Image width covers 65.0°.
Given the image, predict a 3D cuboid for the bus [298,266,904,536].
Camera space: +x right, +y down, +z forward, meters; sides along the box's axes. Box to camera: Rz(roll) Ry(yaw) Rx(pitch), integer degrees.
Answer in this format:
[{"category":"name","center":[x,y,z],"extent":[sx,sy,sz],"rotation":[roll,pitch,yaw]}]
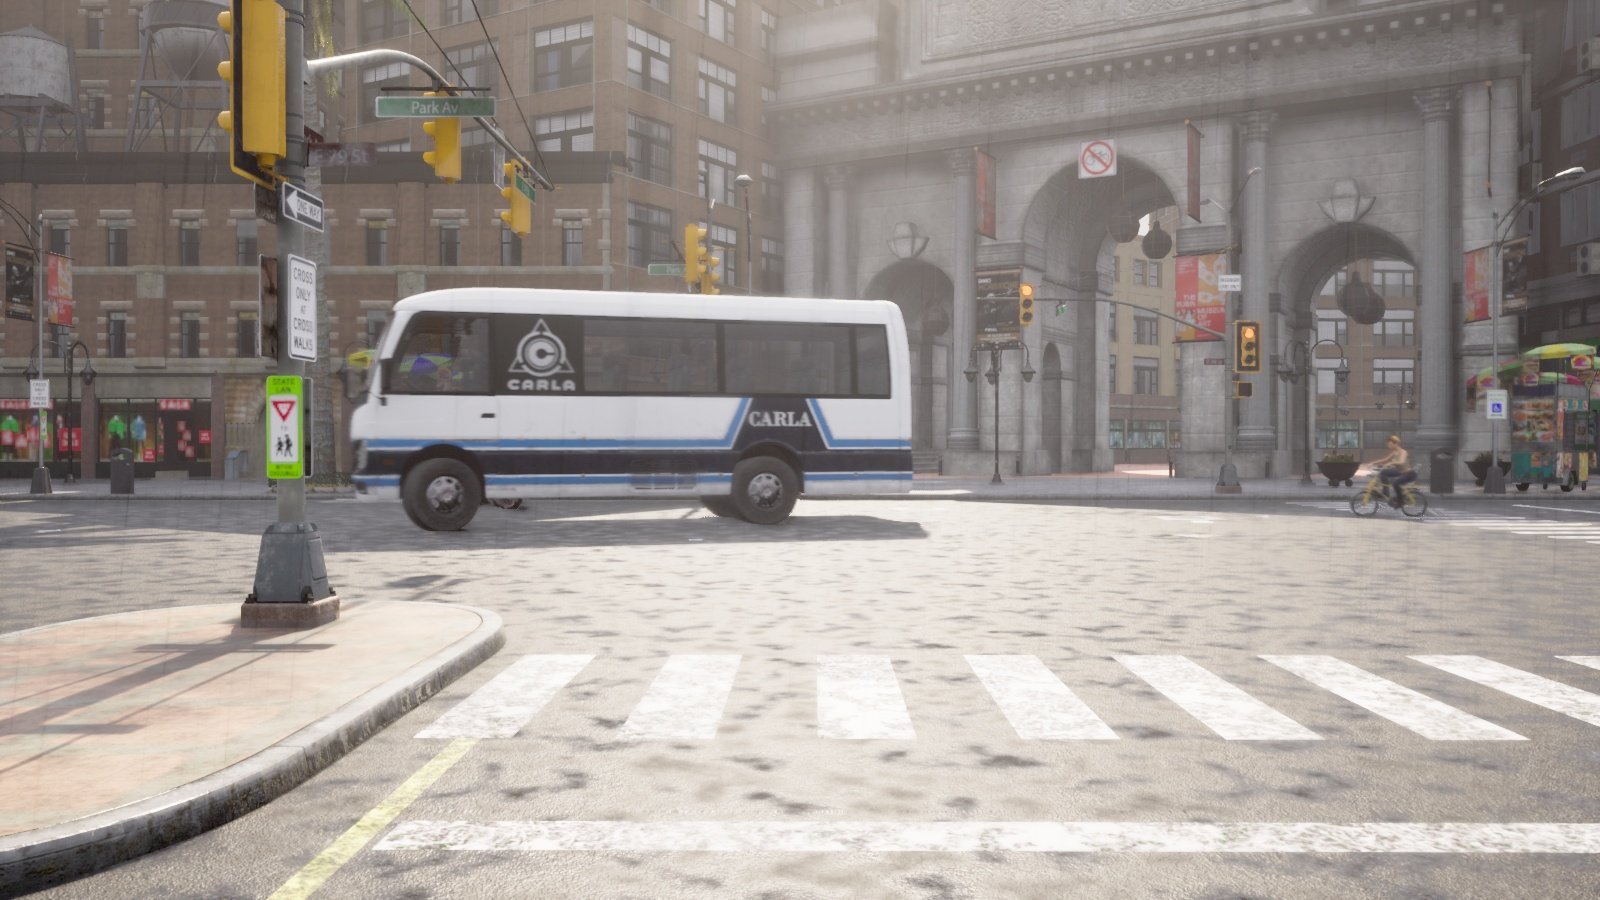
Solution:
[{"category":"bus","center":[-3.603,-0.764,23.207],"extent":[10.273,4.253,3.944],"rotation":[0,0,-18]}]

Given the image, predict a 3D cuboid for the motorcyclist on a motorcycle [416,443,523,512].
[{"category":"motorcyclist on a motorcycle","center":[-7.493,0.614,28.520],"extent":[2.191,1.530,0.866],"rotation":[0,0,1]}]

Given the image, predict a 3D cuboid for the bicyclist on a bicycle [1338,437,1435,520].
[{"category":"bicyclist on a bicycle","center":[11.550,0.552,24.761],"extent":[1.509,1.612,0.866],"rotation":[0,0,1]}]
